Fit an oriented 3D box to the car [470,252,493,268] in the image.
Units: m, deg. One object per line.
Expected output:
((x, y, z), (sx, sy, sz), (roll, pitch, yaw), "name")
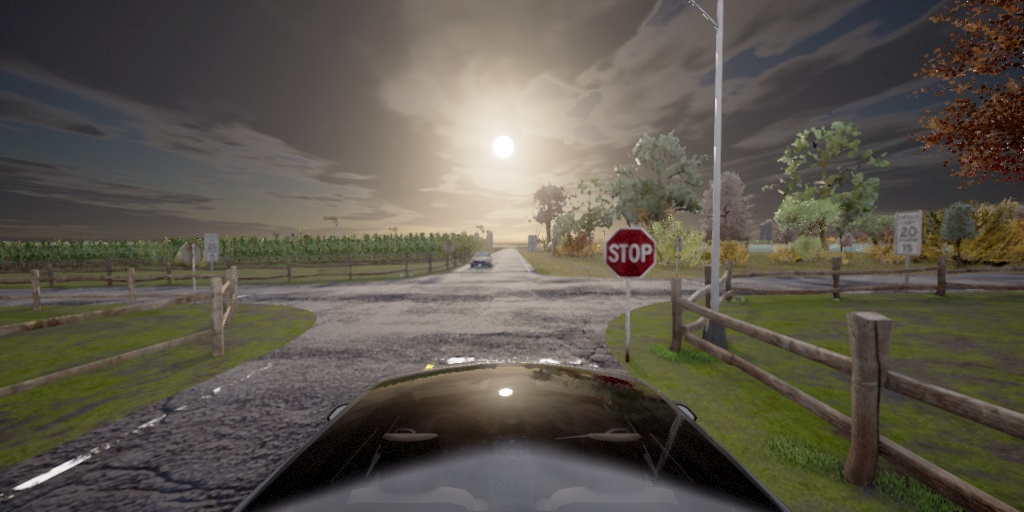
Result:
((-2.749, 0.322, 33.202), (2.033, 1.411, 5.357), (0, 2, 0), "car")
